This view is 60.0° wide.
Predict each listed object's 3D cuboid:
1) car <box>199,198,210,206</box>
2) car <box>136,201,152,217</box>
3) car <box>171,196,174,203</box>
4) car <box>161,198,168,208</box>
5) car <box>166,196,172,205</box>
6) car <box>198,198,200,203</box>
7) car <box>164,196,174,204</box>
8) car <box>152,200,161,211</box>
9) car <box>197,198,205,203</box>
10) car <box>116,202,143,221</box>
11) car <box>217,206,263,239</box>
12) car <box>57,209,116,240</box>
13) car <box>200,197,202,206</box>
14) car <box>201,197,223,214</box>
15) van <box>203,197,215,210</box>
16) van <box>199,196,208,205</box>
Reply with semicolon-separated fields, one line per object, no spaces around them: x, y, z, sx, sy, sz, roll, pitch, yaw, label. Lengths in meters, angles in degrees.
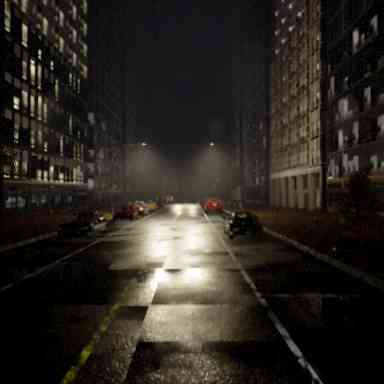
2.586;1.975;69.002;1.967;1.590;4.097;-1;0;0;car
-5.747;1.713;34.889;1.967;1.590;4.097;-1;0;0;car
-5.809;2.061;80.357;1.967;1.590;4.097;-1;0;0;car
-5.777;2.015;57.622;1.947;1.339;4.313;-1;0;0;car
-5.793;2.086;68.990;2.008;1.369;4.403;-1;0;0;car
2.603;1.888;57.635;1.967;1.590;4.097;-1;0;0;car
-5.818;1.979;86.042;2.192;1.841;5.009;-1;0;0;car
-5.761;1.885;46.086;1.752;1.417;4.829;-1;0;0;car
2.557;2.257;91.735;2.008;1.369;4.403;-1;0;0;car
-5.738;1.811;29.204;1.802;1.307;4.206;-1;0;0;car
2.659;1.691;17.849;2.008;1.369;4.403;-1;0;0;car
-5.722;1.692;17.838;2.008;1.369;4.403;-1;0;0;car
2.617;1.676;46.269;2.192;1.841;5.009;-1;0;0;car
2.625;1.632;40.586;2.192;1.841;5.009;-1;0;0;car
2.609;1.745;51.952;1.690;1.788;3.998;-1;0;0;van
2.578;1.919;74.686;1.690;1.788;3.998;-1;0;0;van
